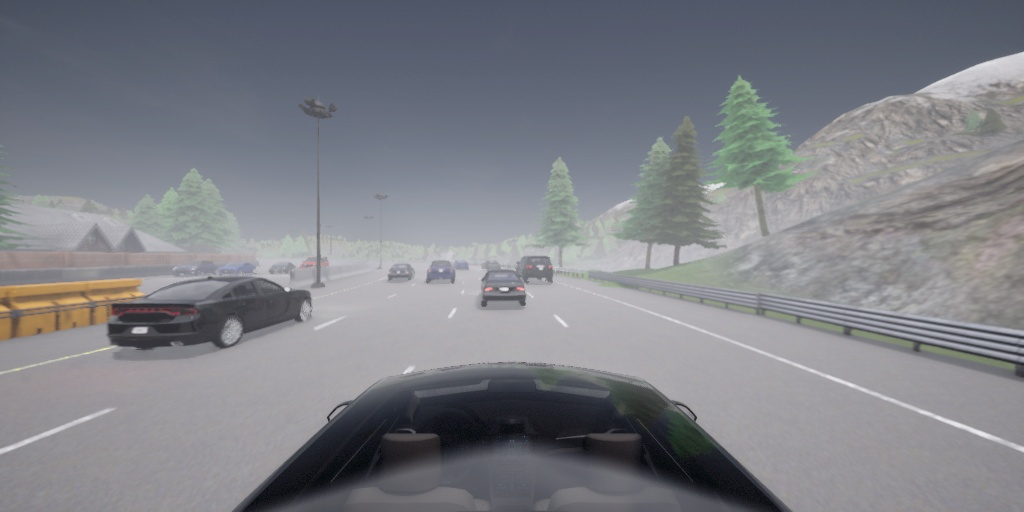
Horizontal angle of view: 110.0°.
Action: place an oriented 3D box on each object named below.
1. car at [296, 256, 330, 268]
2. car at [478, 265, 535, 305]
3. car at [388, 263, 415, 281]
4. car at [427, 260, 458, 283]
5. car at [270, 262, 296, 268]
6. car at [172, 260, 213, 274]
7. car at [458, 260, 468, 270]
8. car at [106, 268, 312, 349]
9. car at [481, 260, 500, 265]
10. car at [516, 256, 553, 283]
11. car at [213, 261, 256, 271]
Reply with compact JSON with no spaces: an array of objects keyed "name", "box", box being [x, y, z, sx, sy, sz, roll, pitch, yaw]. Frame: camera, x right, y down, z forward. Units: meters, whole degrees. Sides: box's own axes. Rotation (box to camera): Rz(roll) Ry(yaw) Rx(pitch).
[{"name":"car","box":[-23.047,1.060,42.222,2.150,2.045,5.566,0,0,-15]},{"name":"car","box":[-0.506,1.313,16.040,2.033,1.411,5.357,0,0,-5]},{"name":"car","box":[-9.535,1.346,31.084,2.033,1.411,5.357,0,0,-11]},{"name":"car","box":[-5.636,1.140,28.858,2.097,1.767,4.553,0,0,-9]},{"name":"car","box":[-26.553,1.368,41.718,1.812,1.442,4.674,0,0,-15]},{"name":"car","box":[-32.538,1.202,36.921,2.097,1.767,4.553,0,0,-14]},{"name":"car","box":[-7.756,1.294,53.214,1.882,1.535,5.008,0,0,-18]},{"name":"car","box":[-7.144,1.249,9.262,1.882,1.535,5.008,0,0,-2]},{"name":"car","box":[-3.010,1.296,49.600,2.128,1.511,4.902,0,0,-17]},{"name":"car","box":[1.658,0.996,28.241,2.150,2.045,5.566,0,0,-8]},{"name":"car","box":[-29.291,1.322,38.382,1.882,1.535,5.008,0,0,-14]}]
